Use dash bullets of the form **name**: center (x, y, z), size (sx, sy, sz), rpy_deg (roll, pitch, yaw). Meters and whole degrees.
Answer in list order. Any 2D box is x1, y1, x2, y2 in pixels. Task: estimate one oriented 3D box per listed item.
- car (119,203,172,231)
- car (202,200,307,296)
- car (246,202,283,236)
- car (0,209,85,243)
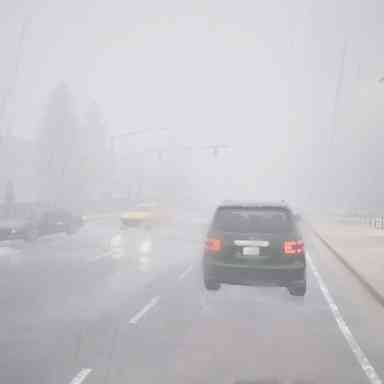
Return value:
- **car**: center (-2.762, 1.464, 20.683), size (1.882, 1.535, 5.008), rpy_deg (0, 0, 15)
- **car**: center (1.723, 1.212, 8.920), size (2.150, 2.045, 5.566), rpy_deg (0, 0, 13)
- **car**: center (4.284, 1.455, 19.376), size (1.882, 1.535, 5.008), rpy_deg (0, 0, 14)
- **car**: center (-7.466, 1.545, 16.458), size (2.033, 1.411, 5.357), rpy_deg (0, 0, 14)
